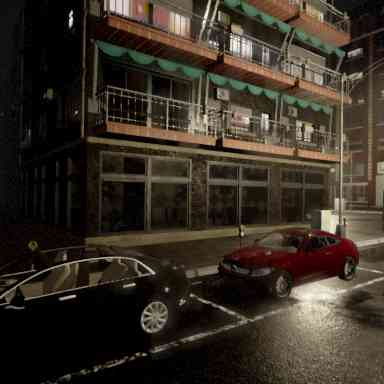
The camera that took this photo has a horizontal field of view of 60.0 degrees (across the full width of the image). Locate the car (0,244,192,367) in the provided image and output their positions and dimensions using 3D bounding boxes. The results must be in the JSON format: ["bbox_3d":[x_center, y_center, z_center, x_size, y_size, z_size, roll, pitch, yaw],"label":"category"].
[{"bbox_3d":[-2.057,1.551,5.036,4.403,1.369,2.008,0,1,-36],"label":"car"}]

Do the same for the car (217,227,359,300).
[{"bbox_3d":[2.567,1.584,8.345,4.206,1.307,1.802,0,1,-36],"label":"car"}]
